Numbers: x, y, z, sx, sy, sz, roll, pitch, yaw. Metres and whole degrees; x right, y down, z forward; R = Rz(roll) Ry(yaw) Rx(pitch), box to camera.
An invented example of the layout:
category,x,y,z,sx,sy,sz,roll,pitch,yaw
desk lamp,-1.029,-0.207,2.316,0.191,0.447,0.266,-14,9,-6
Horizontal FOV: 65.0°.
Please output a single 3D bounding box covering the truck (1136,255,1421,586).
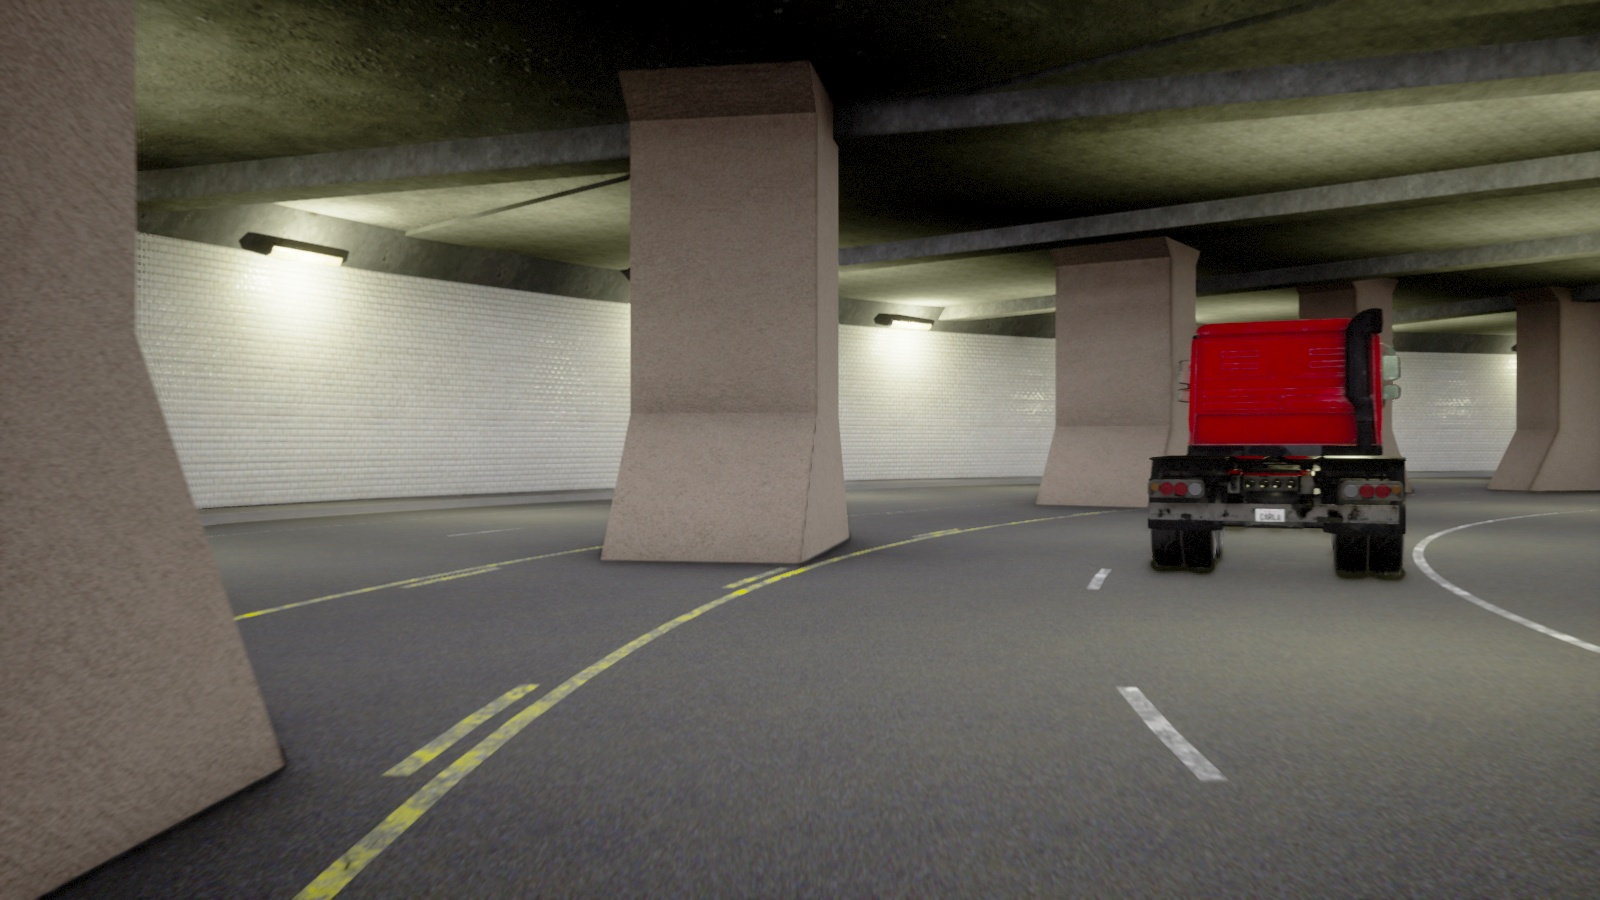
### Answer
category,x,y,z,sx,sy,sz,roll,pitch,yaw
truck,6.661,-0.327,17.332,2.891,3.462,7.936,0,0,23
